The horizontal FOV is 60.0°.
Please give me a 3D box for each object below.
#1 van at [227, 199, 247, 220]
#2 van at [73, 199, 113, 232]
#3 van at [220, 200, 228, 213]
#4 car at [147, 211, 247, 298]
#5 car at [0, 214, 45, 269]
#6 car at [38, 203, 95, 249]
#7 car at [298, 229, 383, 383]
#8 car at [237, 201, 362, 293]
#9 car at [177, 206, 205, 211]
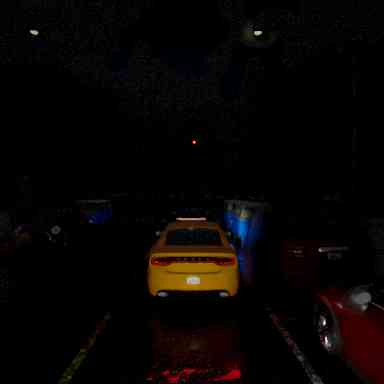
[{"bbox_3d":[2.687,1.341,14.200,1.690,1.788,3.998,0,0,0],"label":"van"},{"bbox_3d":[-5.868,1.342,19.592,1.690,1.788,3.998,0,0,0],"label":"van"},{"bbox_3d":[2.657,1.342,19.638,1.690,1.788,3.998,0,0,0],"label":"van"},{"bbox_3d":[0.038,1.477,8.590,1.882,1.535,5.008,0,0,0],"label":"car"},{"bbox_3d":[-5.808,1.525,8.547,1.752,1.417,4.829,0,0,0],"label":"car"},{"bbox_3d":[-5.838,1.440,14.154,1.967,1.590,4.097,0,0,0],"label":"car"},{"bbox_3d":[2.746,1.440,3.325,1.967,1.590,4.097,0,0,0],"label":"car"},{"bbox_3d":[2.716,1.315,8.763,2.192,1.841,5.009,0,0,0],"label":"car"},{"bbox_3d":[-0.051,1.492,18.092,2.128,1.511,4.902,0,0,0],"label":"car"}]
